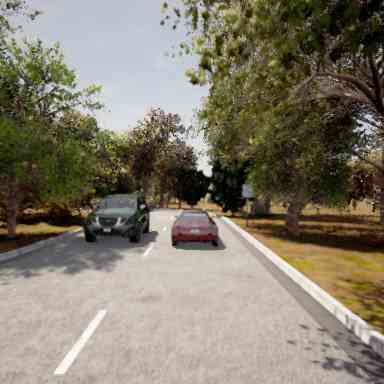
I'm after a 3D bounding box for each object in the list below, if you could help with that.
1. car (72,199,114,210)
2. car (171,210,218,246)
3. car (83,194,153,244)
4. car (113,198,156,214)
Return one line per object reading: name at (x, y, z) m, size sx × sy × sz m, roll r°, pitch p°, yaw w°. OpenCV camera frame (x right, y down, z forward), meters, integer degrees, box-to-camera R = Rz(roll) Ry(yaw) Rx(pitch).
car at (-12.279, 1.521, 41.389) m, size 4.718 × 1.301 × 1.895 m, roll 1°, pitch -1°, yaw 10°
car at (0.118, 1.513, 15.125) m, size 1.994 × 1.385 × 4.181 m, roll 1°, pitch 0°, yaw 0°
car at (-3.296, 1.126, 15.765) m, size 2.150 × 2.045 × 5.566 m, roll 1°, pitch 0°, yaw 0°
car at (-5.936, 1.398, 33.918) m, size 1.837 × 1.490 × 4.892 m, roll 5°, pitch -3°, yaw -43°
